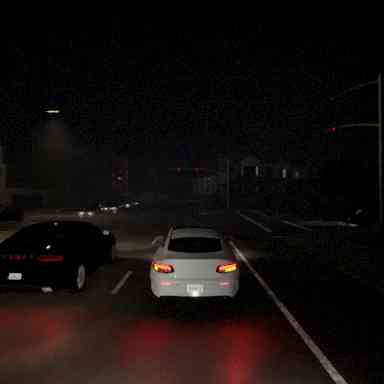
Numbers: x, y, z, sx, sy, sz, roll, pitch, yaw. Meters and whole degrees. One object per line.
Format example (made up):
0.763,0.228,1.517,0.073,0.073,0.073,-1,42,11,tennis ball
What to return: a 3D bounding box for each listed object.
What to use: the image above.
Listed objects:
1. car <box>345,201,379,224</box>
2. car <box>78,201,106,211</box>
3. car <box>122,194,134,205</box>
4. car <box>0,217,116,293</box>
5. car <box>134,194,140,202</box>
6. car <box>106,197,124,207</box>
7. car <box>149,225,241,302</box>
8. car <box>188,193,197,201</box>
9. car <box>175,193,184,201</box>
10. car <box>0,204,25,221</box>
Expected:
14.262,1.489,25.471,4.553,1.767,2.097,0,-1,0,car
-14.082,1.922,46.259,2.033,1.411,5.357,0,-1,0,car
-13.965,1.682,69.109,2.097,1.767,4.553,0,1,0,car
-3.425,1.497,8.945,1.882,1.535,5.008,0,0,0,car
-13.959,1.412,79.852,2.150,2.045,5.566,0,0,0,car
-14.036,2.018,58.898,1.895,1.301,4.718,0,0,0,car
0.071,1.539,8.158,1.812,1.442,4.674,0,0,0,car
0.045,1.409,89.285,2.150,2.045,5.566,0,-1,0,car
-3.455,1.413,88.984,2.150,2.045,5.566,0,0,0,car
-14.088,1.631,24.209,2.128,1.511,4.902,0,-1,0,car
